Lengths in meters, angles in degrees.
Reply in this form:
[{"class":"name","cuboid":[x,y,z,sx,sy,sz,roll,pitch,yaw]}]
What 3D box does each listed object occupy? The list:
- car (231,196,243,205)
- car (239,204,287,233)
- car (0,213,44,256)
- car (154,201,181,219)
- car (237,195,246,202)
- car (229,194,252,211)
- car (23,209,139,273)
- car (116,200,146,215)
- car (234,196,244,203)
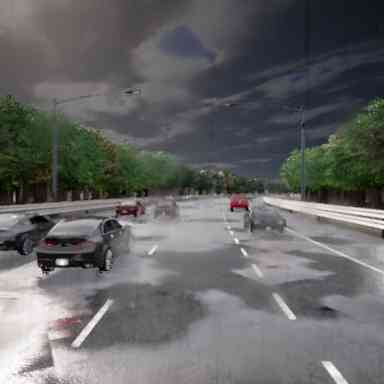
[{"class":"car","cuboid":[8.631,1.613,63.143,2.163,1.488,4.792,0,0,9]},{"class":"car","cuboid":[4.151,1.637,19.739,1.895,1.301,4.718,0,0,3]},{"class":"car","cuboid":[-6.631,1.540,13.055,1.812,1.442,4.674,0,0,2]},{"class":"car","cuboid":[-2.193,1.552,30.067,1.837,1.490,4.892,0,0,4]},{"class":"car","cuboid":[12.585,1.582,84.091,2.033,1.649,4.856,0,0,12]},{"class":"car","cuboid":[5.885,1.295,41.664,2.150,2.045,5.566,0,0,6]},{"class":"car","cuboid":[-3.202,1.519,10.781,1.837,1.490,4.892,0,0,2]},{"class":"car","cuboid":[-5.623,1.523,31.096,1.882,1.535,5.008,0,0,4]},{"class":"car","cuboid":[10.466,1.676,73.628,2.033,1.411,5.357,0,0,11]}]
